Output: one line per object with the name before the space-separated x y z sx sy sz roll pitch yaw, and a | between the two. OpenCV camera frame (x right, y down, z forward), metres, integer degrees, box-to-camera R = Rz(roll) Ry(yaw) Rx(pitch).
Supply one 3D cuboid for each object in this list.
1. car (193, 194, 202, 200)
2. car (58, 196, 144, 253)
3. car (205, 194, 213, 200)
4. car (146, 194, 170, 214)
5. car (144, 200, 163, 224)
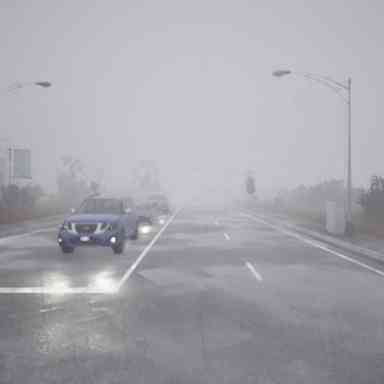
car | 1.414 1.287 93.862 2.097 1.767 4.553 0 0 4
car | -3.594 1.212 13.933 2.150 2.045 5.566 0 0 0
car | 4.911 1.457 93.690 1.812 1.442 4.674 0 0 4
car | -3.576 1.199 35.108 2.150 2.045 5.566 0 0 1
car | -3.589 1.531 24.546 2.033 1.411 5.357 0 0 0
